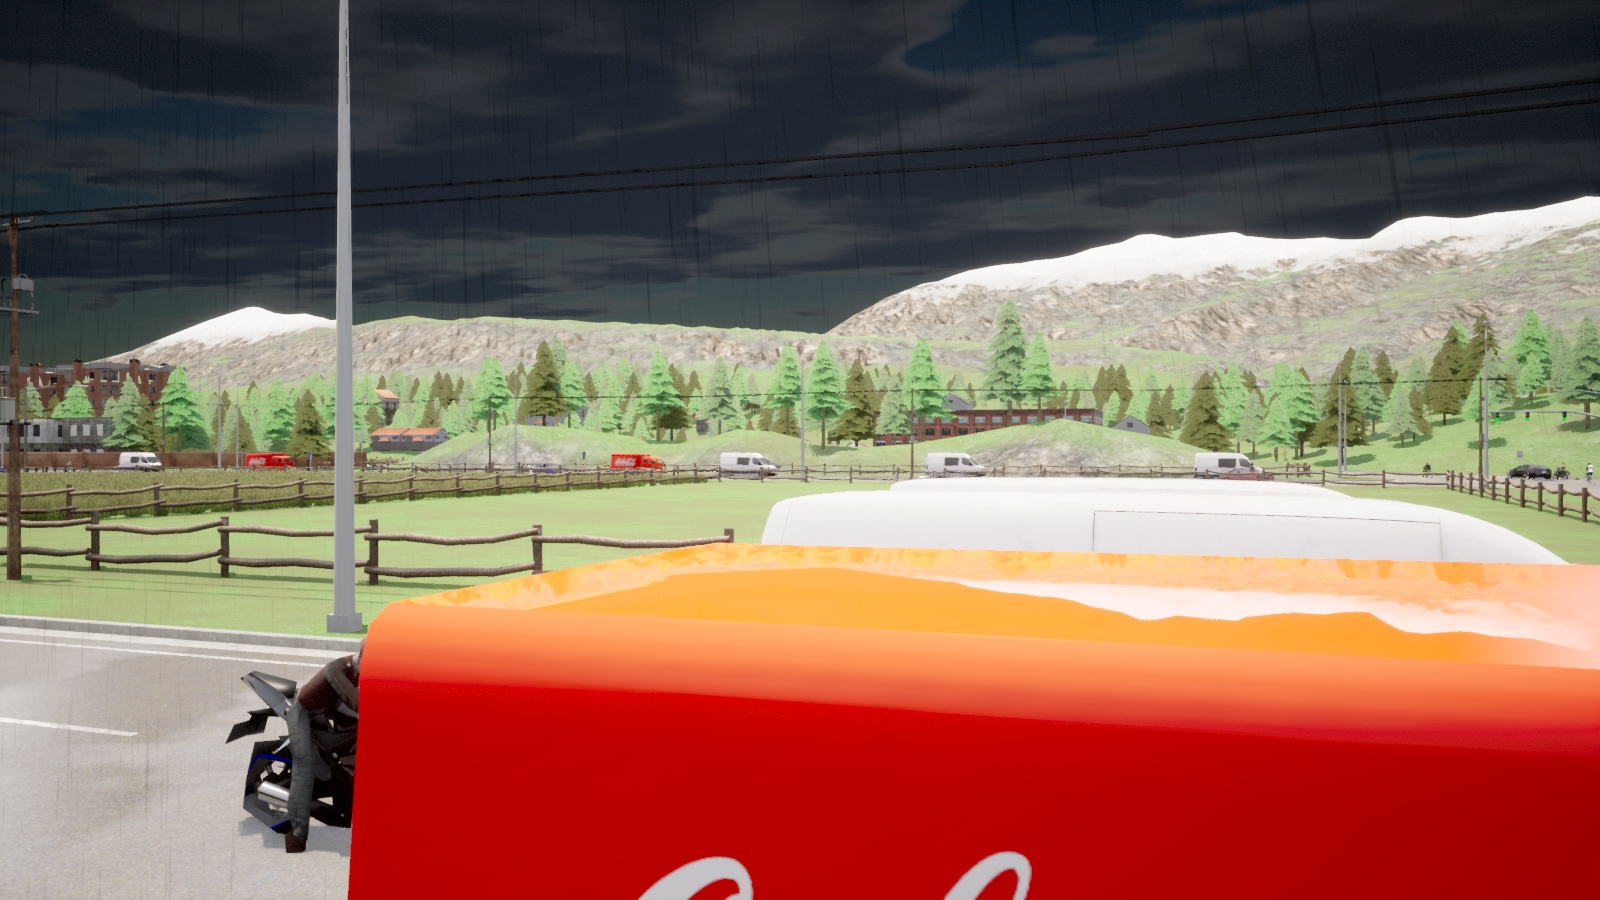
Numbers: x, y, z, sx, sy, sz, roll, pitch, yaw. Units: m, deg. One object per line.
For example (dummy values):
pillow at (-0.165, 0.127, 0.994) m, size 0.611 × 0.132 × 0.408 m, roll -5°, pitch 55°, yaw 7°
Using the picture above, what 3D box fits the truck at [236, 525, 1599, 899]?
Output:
truck at (1.687, 1.565, 2.755) m, size 5.204 × 2.467 × 2.627 m, roll 0°, pitch 0°, yaw 21°

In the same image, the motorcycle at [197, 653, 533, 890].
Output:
motorcycle at (-3.100, 2.209, 8.150) m, size 2.209 × 1.251 × 0.867 m, roll 0°, pitch 0°, yaw 20°

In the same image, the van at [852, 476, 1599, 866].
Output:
van at (3.552, 1.535, 9.450) m, size 5.915 × 2.561 × 1.988 m, roll 0°, pitch 0°, yaw 20°

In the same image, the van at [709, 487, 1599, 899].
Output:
van at (2.633, 1.535, 6.060) m, size 5.915 × 2.561 × 1.988 m, roll 0°, pitch 0°, yaw 20°
